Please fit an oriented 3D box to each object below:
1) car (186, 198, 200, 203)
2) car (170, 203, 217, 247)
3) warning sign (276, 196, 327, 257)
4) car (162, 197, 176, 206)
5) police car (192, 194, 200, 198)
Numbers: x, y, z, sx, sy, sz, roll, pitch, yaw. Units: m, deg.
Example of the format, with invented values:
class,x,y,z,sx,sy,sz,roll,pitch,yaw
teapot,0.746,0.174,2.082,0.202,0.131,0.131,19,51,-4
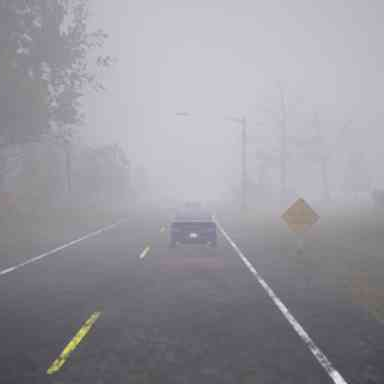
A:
class,x,y,z,sx,sy,sz,roll,pitch,yaw
car,0.077,1.524,29.613,1.994,1.385,4.181,0,0,0
car,0.075,1.462,14.908,1.882,1.535,5.008,0,0,0
warning sign,3.567,1.105,10.998,1.300,1.860,1.060,1,1,0
car,-3.566,1.458,52.527,2.033,1.411,5.357,0,0,0
police car,1.057,1.231,86.135,1.930,1.638,5.238,0,0,0
